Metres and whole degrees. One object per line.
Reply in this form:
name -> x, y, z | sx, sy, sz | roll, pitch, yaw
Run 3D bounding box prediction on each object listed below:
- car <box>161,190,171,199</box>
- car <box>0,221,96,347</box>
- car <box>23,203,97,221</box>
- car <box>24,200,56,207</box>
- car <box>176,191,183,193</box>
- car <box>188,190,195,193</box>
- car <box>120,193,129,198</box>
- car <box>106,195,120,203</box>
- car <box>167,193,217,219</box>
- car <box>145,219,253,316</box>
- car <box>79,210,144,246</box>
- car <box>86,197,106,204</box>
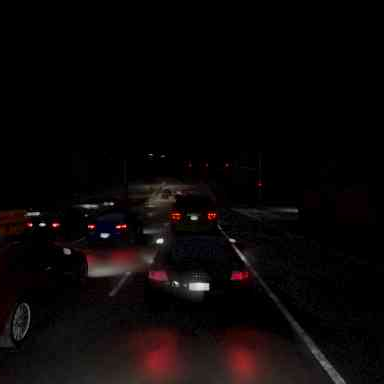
car -> -7.142, 1.081, 87.093 | 1.812, 1.442, 4.674 | 0, 3, 0
car -> -3.408, 1.527, 6.170 | 1.812, 1.442, 4.674 | 0, 0, 0
car -> -6.898, 1.550, 17.752 | 2.033, 1.411, 5.357 | 0, 0, -1
car -> -17.617, 1.606, 38.626 | 1.895, 1.301, 4.718 | 0, 0, 0
car -> -3.642, 1.081, 87.114 | 1.812, 1.442, 4.674 | 0, 3, 0
car -> -0.145, 1.011, 87.522 | 1.882, 1.535, 5.008 | 0, 3, 0
car -> -17.638, 1.096, 86.359 | 1.837, 1.490, 4.892 | 0, 3, 0
car -> -17.552, 1.602, 71.938 | 1.895, 1.301, 4.718 | 0, 0, 0
car -> 0.093, 1.224, 17.017 | 2.150, 2.045, 5.566 | 0, 0, 0
car -> 0.103, 1.565, 7.612 | 1.994, 1.385, 4.181 | 0, 0, -1
car -> -3.407, 1.528, 15.299 | 1.812, 1.442, 4.674 | 0, 0, 0
car -> -17.592, 1.608, 60.111 | 1.895, 1.301, 4.718 | 0, 0, 0
